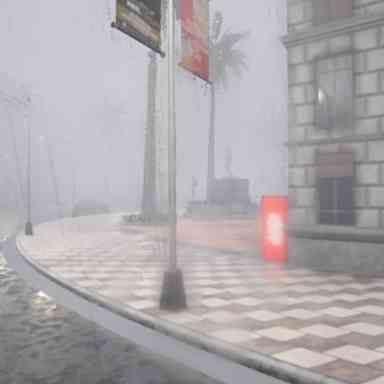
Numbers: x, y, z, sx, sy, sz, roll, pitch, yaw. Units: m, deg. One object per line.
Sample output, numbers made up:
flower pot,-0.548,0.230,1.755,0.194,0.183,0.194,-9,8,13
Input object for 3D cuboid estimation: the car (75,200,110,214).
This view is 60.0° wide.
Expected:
car,-12.450,1.741,41.846,2.097,1.767,4.553,-1,-1,27
